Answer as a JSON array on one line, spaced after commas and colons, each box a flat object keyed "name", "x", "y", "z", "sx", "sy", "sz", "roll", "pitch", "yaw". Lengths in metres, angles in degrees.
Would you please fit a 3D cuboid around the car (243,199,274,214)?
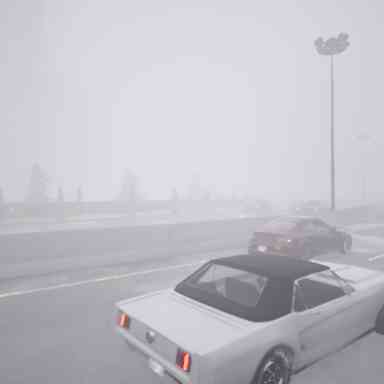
[{"name": "car", "x": 7.417, "y": 1.536, "z": 36.932, "sx": 2.097, "sy": 1.767, "sz": 4.553, "roll": 0, "pitch": -1, "yaw": 34}]

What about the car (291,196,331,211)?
[{"name": "car", "x": 10.948, "y": 1.479, "z": 29.946, "sx": 2.097, "sy": 1.767, "sz": 4.553, "roll": 0, "pitch": -1, "yaw": 37}]

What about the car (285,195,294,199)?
[{"name": "car", "x": 22.165, "y": 1.761, "z": 74.416, "sx": 2.150, "sy": 2.045, "sz": 5.566, "roll": 0, "pitch": -1, "yaw": 8}]

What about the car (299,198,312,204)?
[{"name": "car", "x": 25.890, "y": 2.128, "z": 76.049, "sx": 1.895, "sy": 1.301, "sz": 4.718, "roll": 0, "pitch": -1, "yaw": 8}]

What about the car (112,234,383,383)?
[{"name": "car", "x": 1.364, "y": 1.616, "z": 4.992, "sx": 4.718, "sy": 1.301, "sz": 1.895, "roll": 0, "pitch": 0, "yaw": -38}]

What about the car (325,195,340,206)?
[{"name": "car", "x": 28.030, "y": 1.652, "z": 66.935, "sx": 2.150, "sy": 2.045, "sz": 5.566, "roll": 0, "pitch": -1, "yaw": 11}]

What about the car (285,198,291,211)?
[{"name": "car", "x": 12.387, "y": 1.692, "z": 38.056, "sx": 1.837, "sy": 1.490, "sz": 4.892, "roll": 0, "pitch": 0, "yaw": 32}]

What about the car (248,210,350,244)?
[{"name": "car", "x": 3.866, "y": 1.562, "z": 11.706, "sx": 4.674, "sy": 1.442, "sz": 1.812, "roll": 0, "pitch": 0, "yaw": -42}]
